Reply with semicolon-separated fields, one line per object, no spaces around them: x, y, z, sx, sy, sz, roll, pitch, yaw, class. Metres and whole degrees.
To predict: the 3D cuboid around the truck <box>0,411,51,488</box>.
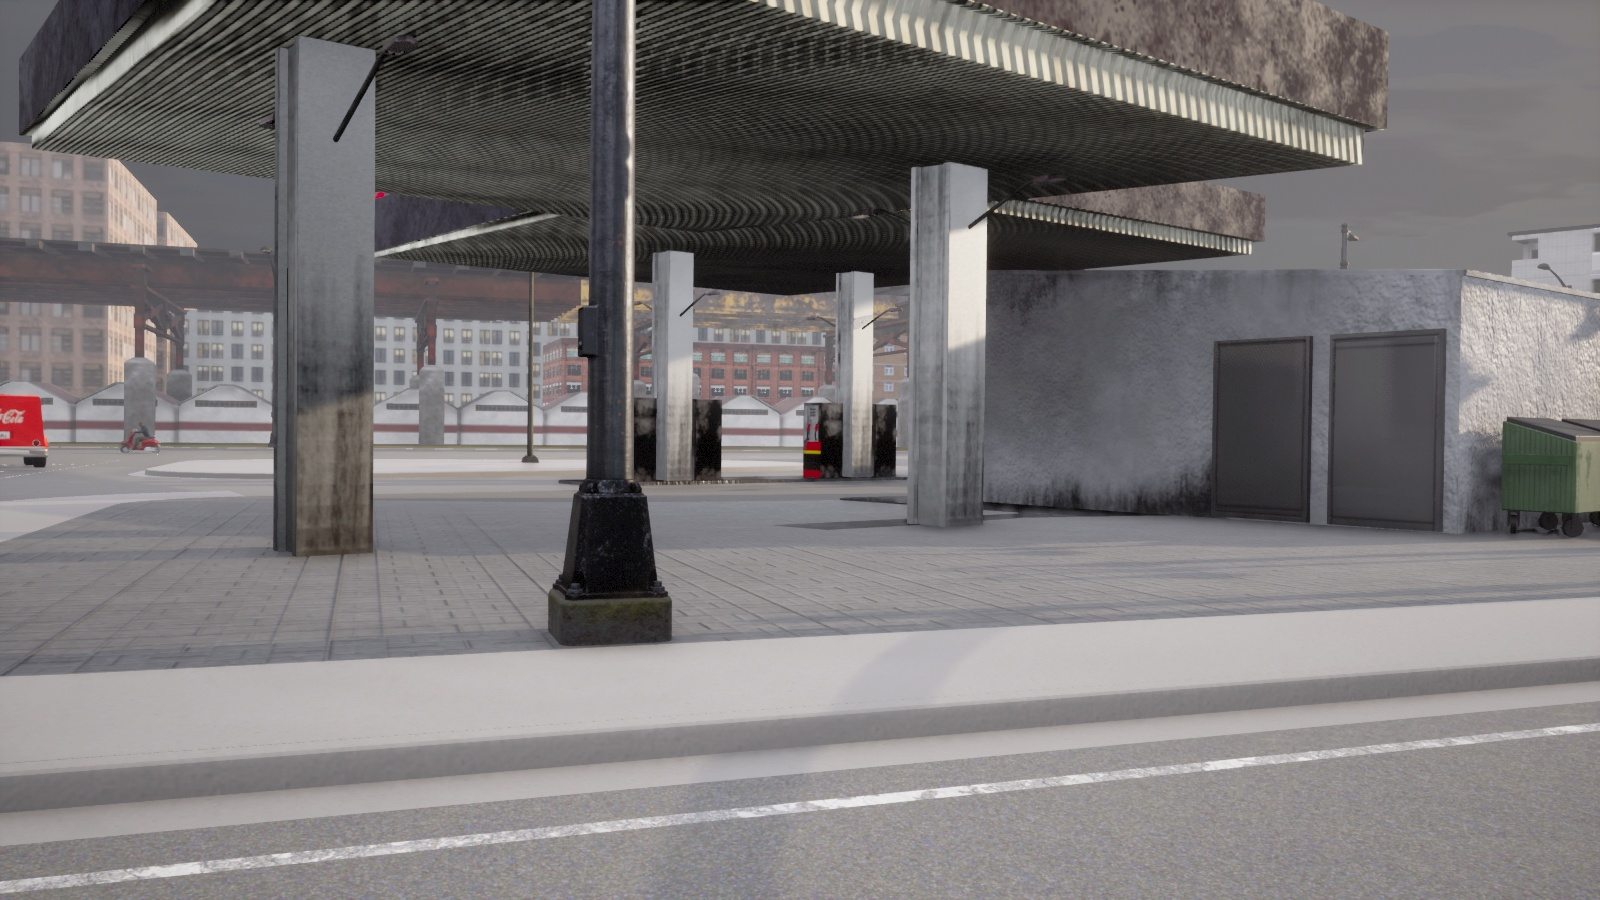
-27.020;-0.078;42.461;2.627;2.467;5.204;-1;2;-34;truck

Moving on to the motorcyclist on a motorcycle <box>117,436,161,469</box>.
-32.569;0.096;61.898;1.817;1.590;0.866;-1;1;-19;motorcyclist on a motorcycle
